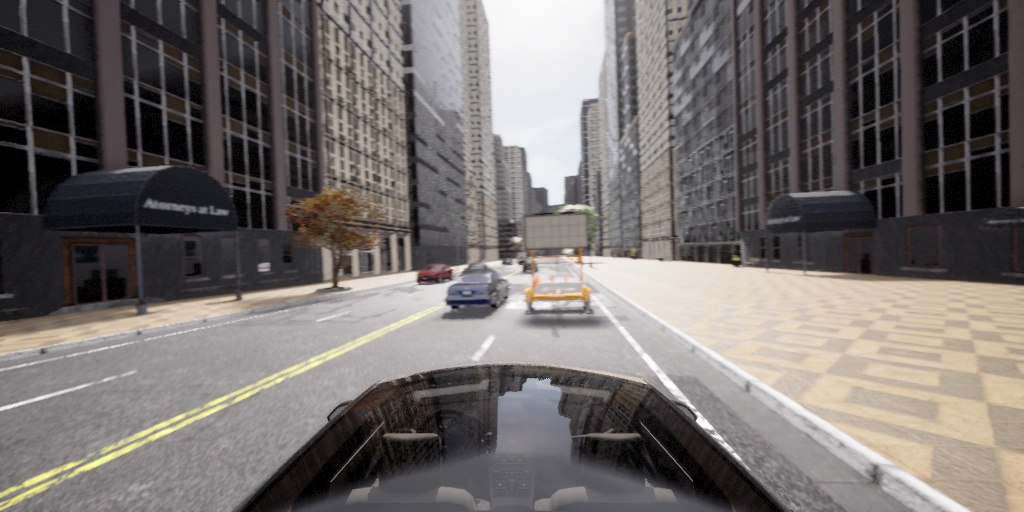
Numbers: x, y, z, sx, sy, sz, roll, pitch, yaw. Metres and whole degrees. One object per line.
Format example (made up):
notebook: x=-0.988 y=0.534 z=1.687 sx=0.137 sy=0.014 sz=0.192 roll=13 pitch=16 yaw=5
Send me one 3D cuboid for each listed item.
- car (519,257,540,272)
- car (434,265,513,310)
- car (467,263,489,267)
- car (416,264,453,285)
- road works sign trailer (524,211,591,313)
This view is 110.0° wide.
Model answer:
car: x=2.278 y=1.166 z=43.381 sx=1.812 sy=1.442 sz=4.674 roll=-2 pitch=0 yaw=7
car: x=-1.267 y=1.328 z=15.069 sx=2.033 sy=1.411 sz=5.357 roll=-2 pitch=0 yaw=7
car: x=-2.883 y=1.301 z=29.810 sx=1.882 sy=1.535 sz=5.008 roll=-2 pitch=0 yaw=7
car: x=-6.216 y=1.413 z=29.323 sx=1.882 sy=1.535 sz=5.008 roll=-2 pitch=0 yaw=7
road works sign trailer: x=1.764 y=0.146 z=13.613 sx=2.380 sy=3.560 sz=2.880 roll=0 pitch=0 yaw=8
